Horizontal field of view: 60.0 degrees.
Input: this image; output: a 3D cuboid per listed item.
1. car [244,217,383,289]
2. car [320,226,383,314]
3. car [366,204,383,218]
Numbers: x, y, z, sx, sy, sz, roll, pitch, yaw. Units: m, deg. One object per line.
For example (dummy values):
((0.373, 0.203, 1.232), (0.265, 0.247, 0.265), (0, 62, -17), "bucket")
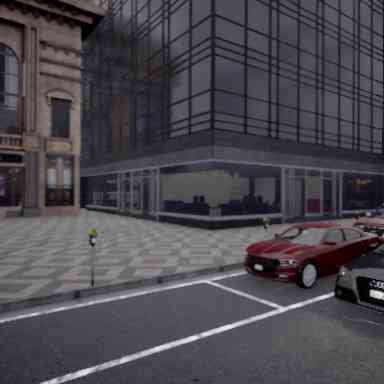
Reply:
((3.418, 1.538, 9.191), (4.507, 1.381, 1.887), (0, 1, -35), "car")
((4.785, 1.558, 6.771), (4.181, 1.385, 1.994), (0, 0, -35), "car")
((8.000, 1.302, 12.454), (5.009, 1.841, 2.192), (0, 1, -35), "car")
